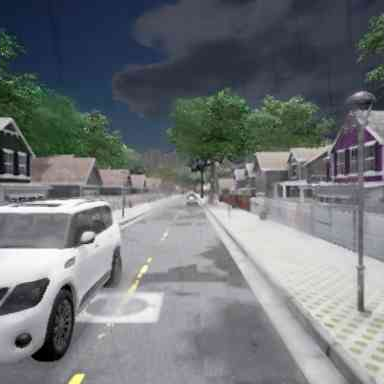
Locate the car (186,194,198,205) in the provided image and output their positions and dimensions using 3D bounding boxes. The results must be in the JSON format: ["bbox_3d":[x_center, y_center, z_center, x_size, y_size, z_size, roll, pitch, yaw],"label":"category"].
[{"bbox_3d":[0.013,1.458,55.297,1.895,1.301,4.718,0,0,0],"label":"car"}]

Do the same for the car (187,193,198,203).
[{"bbox_3d":[0.017,1.187,65.239,2.097,1.767,4.553,0,0,0],"label":"car"}]

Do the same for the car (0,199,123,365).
[{"bbox_3d":[-2.802,1.203,6.262,2.150,2.045,5.566,0,0,0],"label":"car"}]
